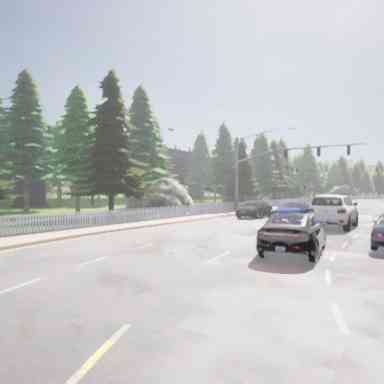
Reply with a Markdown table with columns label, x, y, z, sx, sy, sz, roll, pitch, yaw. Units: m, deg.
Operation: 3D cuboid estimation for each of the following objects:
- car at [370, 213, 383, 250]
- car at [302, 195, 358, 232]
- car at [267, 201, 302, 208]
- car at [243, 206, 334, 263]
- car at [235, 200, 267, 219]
| label | x | y | z | sx | sy | sz | roll | pitch | yaw |
| --- | --- | --- | --- | --- | --- | --- | --- | --- | --- |
| car | 8.386 | 1.533 | 13.502 | 2.033 | 1.411 | 5.357 | 0 | 0 | 32 |
| car | 8.759 | 1.199 | 20.459 | 2.150 | 2.045 | 5.566 | 0 | 0 | 33 |
| car | 7.827 | 1.449 | 25.689 | 1.882 | 1.535 | 5.008 | 0 | 0 | 34 |
| car | 3.722 | 1.477 | 12.050 | 2.128 | 1.511 | 4.902 | 0 | 0 | 27 |
| car | 5.378 | 1.476 | 28.318 | 1.837 | 1.490 | 4.892 | 0 | -1 | 34 |
